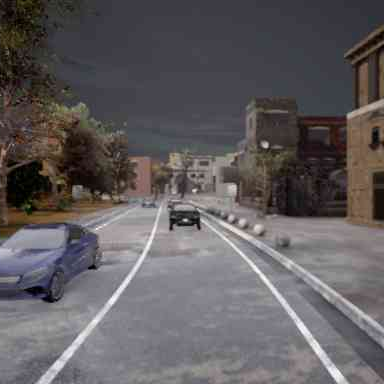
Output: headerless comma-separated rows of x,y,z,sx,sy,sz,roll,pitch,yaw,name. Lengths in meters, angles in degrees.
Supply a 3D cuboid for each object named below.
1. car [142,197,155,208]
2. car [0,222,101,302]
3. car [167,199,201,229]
-6.401,1.466,49.196,2.128,1.511,4.902,0,0,-4,car
-3.640,1.532,8.376,1.812,1.442,4.674,0,0,0,car
-0.547,1.455,21.425,1.882,1.535,5.008,0,0,-4,car
